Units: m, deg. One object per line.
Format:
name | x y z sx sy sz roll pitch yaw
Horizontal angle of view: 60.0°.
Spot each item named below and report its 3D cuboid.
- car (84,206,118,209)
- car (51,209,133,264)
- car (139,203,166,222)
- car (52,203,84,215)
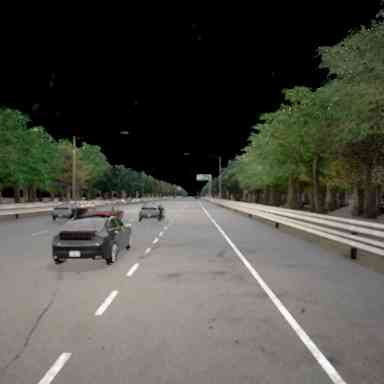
car | -6.851 1.777 26.974 1.895 1.301 4.718 0 -1 0
car | -3.387 1.560 12.045 1.837 1.490 4.892 0 0 0
car | -3.345 1.683 28.545 2.128 1.511 4.902 0 -1 0
car | -10.344 1.684 28.582 2.128 1.511 4.902 0 -1 0
